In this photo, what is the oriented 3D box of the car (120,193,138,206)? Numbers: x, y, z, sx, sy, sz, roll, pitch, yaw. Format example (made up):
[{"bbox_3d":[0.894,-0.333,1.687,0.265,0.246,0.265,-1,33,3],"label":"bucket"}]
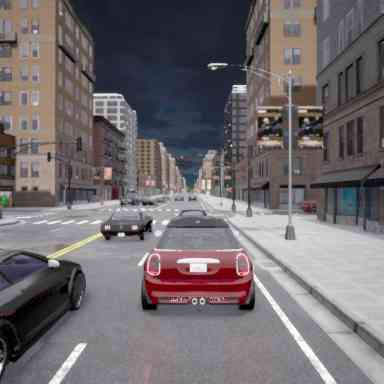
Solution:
[{"bbox_3d":[-9.706,1.210,51.877,2.150,2.045,5.566,0,0,1],"label":"car"}]

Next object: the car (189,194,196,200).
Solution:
[{"bbox_3d":[0.220,1.370,88.285,1.812,1.442,4.674,0,0,0],"label":"car"}]

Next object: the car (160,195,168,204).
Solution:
[{"bbox_3d":[-6.374,1.549,65.656,1.994,1.385,4.181,0,0,1],"label":"car"}]

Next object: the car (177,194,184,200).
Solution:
[{"bbox_3d":[-3.030,1.370,88.293,1.812,1.442,4.674,0,0,0],"label":"car"}]

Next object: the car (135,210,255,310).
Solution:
[{"bbox_3d":[0.119,1.352,7.960,2.097,1.767,4.553,0,0,0],"label":"car"}]

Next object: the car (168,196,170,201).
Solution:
[{"bbox_3d":[-6.300,1.531,80.722,1.994,1.385,4.181,0,0,0],"label":"car"}]

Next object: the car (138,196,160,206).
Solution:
[{"bbox_3d":[-6.466,1.593,50.759,1.895,1.301,4.718,0,0,0],"label":"car"}]

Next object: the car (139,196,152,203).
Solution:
[{"bbox_3d":[-9.579,1.529,68.703,2.033,1.411,5.357,0,0,0],"label":"car"}]

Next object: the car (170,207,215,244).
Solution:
[{"bbox_3d":[0.051,1.563,16.663,1.994,1.385,4.181,0,0,1],"label":"car"}]

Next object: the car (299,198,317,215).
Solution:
[{"bbox_3d":[14.048,1.259,34.465,5.566,2.045,2.150,0,0,0],"label":"car"}]

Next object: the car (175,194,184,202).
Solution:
[{"bbox_3d":[-3.055,1.530,78.290,1.994,1.385,4.181,0,0,0],"label":"car"}]

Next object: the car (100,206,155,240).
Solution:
[{"bbox_3d":[-3.109,1.600,16.899,1.895,1.301,4.718,0,0,0],"label":"car"}]

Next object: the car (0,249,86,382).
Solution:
[{"bbox_3d":[-3.136,1.563,5.095,1.994,1.385,4.181,0,0,0],"label":"car"}]

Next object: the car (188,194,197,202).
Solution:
[{"bbox_3d":[0.195,1.333,78.252,2.097,1.767,4.553,0,0,0],"label":"car"}]
